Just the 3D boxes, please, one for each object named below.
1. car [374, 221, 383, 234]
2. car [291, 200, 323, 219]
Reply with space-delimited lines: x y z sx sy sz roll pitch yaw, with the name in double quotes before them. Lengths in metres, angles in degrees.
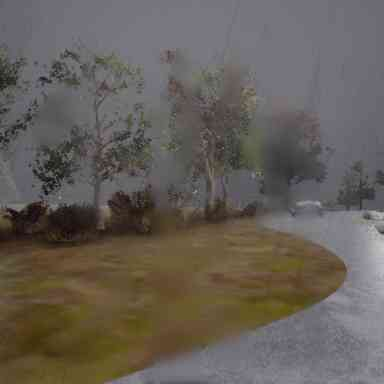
"car" 10.708 1.594 14.370 1.895 1.301 4.718 0 0 -32
"car" 10.255 1.495 29.454 1.837 1.490 4.892 -1 -1 34
